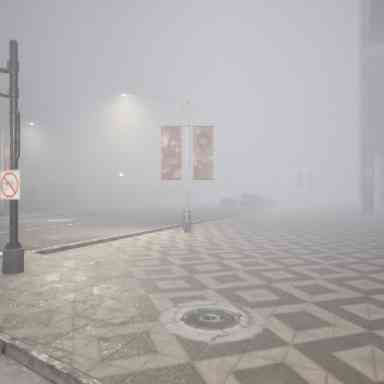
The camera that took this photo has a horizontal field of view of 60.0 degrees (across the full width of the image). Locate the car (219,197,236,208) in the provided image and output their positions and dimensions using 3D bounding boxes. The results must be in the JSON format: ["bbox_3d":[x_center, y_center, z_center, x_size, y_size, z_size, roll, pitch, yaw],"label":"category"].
[{"bbox_3d":[5.415,1.472,47.131,1.837,1.490,4.892,0,-1,26],"label":"car"}]

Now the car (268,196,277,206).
[{"bbox_3d":[12.817,1.448,55.095,2.128,1.511,4.902,0,0,26],"label":"car"}]

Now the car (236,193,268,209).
[{"bbox_3d":[8.297,1.188,45.768,2.150,2.045,5.566,0,0,27],"label":"car"}]

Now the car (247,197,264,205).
[{"bbox_3d":[11.411,1.558,59.401,1.895,1.301,4.718,0,0,26],"label":"car"}]
